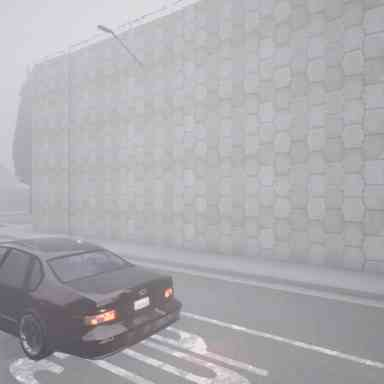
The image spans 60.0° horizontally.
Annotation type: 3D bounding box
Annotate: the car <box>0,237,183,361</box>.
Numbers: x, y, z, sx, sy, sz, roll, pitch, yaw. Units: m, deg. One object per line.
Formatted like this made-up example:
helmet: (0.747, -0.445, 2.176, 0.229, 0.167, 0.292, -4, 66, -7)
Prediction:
car: (-2.725, 1.547, 5.927, 5.357, 1.411, 2.033, 0, 0, 35)
